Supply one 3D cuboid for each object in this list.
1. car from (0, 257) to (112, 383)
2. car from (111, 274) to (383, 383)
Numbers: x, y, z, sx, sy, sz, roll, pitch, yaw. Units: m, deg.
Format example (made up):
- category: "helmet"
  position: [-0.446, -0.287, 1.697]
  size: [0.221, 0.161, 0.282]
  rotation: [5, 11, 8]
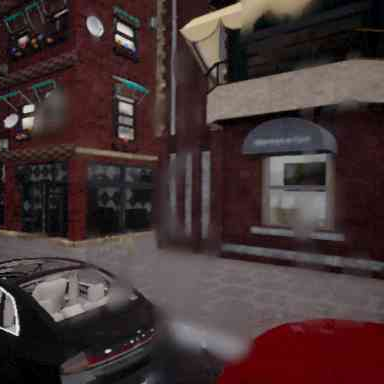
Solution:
- category: "car"
  position: [-2.218, 1.548, 4.292]
  size: [4.403, 1.369, 2.008]
  rotation: [0, 1, 36]
- category: "car"
  position: [2.298, 1.316, 1.067]
  size: [5.009, 1.841, 2.192]
  rotation: [0, 1, 36]
